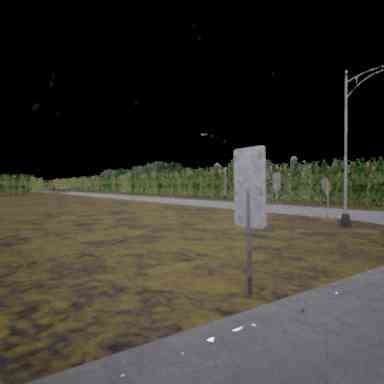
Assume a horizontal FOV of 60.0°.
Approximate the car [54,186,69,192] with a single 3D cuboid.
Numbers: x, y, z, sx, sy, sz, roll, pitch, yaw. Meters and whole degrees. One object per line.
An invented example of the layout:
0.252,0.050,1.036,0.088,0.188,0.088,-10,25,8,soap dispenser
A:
-33.325,-0.757,86.088,2.128,1.511,4.902,-2,2,-35,car
